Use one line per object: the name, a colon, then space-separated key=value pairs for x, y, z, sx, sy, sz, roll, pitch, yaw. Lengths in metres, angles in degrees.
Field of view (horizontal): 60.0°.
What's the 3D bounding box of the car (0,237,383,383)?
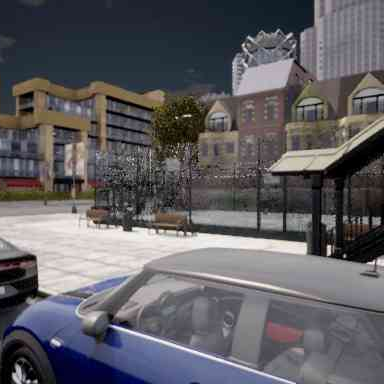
car: x=0.149 y=1.350 z=3.197 sx=4.553 sy=1.767 sz=2.185 roll=0 pitch=0 yaw=35
